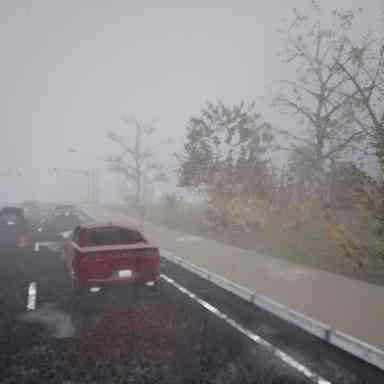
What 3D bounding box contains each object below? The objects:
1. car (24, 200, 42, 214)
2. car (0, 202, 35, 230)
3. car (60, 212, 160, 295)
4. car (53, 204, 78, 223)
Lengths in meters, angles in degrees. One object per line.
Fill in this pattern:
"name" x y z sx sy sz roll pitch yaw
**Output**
"car" -17.663 1.630 36.566 2.128 1.511 4.902 1 0 -22
"car" -11.246 1.602 21.106 1.812 1.442 4.674 1 0 -23
"car" -2.398 1.538 9.117 1.882 1.535 5.008 1 -1 -24
"car" -10.254 1.681 27.061 2.033 1.411 5.357 1 0 -23
